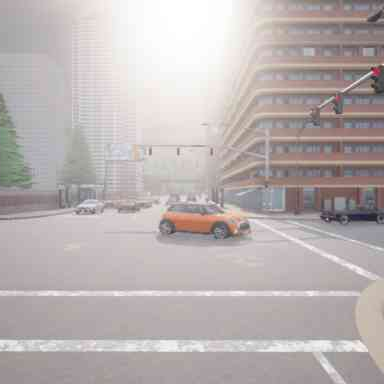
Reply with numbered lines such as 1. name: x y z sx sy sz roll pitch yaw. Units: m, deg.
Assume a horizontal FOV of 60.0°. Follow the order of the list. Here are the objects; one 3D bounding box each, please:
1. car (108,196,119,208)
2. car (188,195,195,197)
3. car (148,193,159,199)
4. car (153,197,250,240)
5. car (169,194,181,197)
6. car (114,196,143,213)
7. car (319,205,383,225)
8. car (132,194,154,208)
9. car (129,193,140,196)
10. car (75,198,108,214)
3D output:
1. car: -10.655 1.355 45.009 2.097 1.767 4.553 0 0 0
2. car: -0.089 1.350 69.723 2.097 1.767 4.553 0 0 0
3. car: -7.139 1.492 62.480 2.128 1.511 4.902 0 0 0
4. car: 0.607 1.327 16.824 4.553 1.767 2.097 0 0 31
5. car: -3.473 1.547 58.234 2.033 1.411 5.357 0 0 0
6. car: -7.133 1.526 37.812 1.812 1.442 4.674 0 0 0
7. car: 11.393 1.545 23.237 4.718 1.301 1.895 0 0 -13
8. car: -7.159 1.478 48.593 1.882 1.535 5.008 0 0 0
9. car: -10.642 1.223 61.273 2.150 2.045 5.566 0 0 0
10. car: -10.644 1.526 34.976 1.812 1.442 4.674 0 0 2
